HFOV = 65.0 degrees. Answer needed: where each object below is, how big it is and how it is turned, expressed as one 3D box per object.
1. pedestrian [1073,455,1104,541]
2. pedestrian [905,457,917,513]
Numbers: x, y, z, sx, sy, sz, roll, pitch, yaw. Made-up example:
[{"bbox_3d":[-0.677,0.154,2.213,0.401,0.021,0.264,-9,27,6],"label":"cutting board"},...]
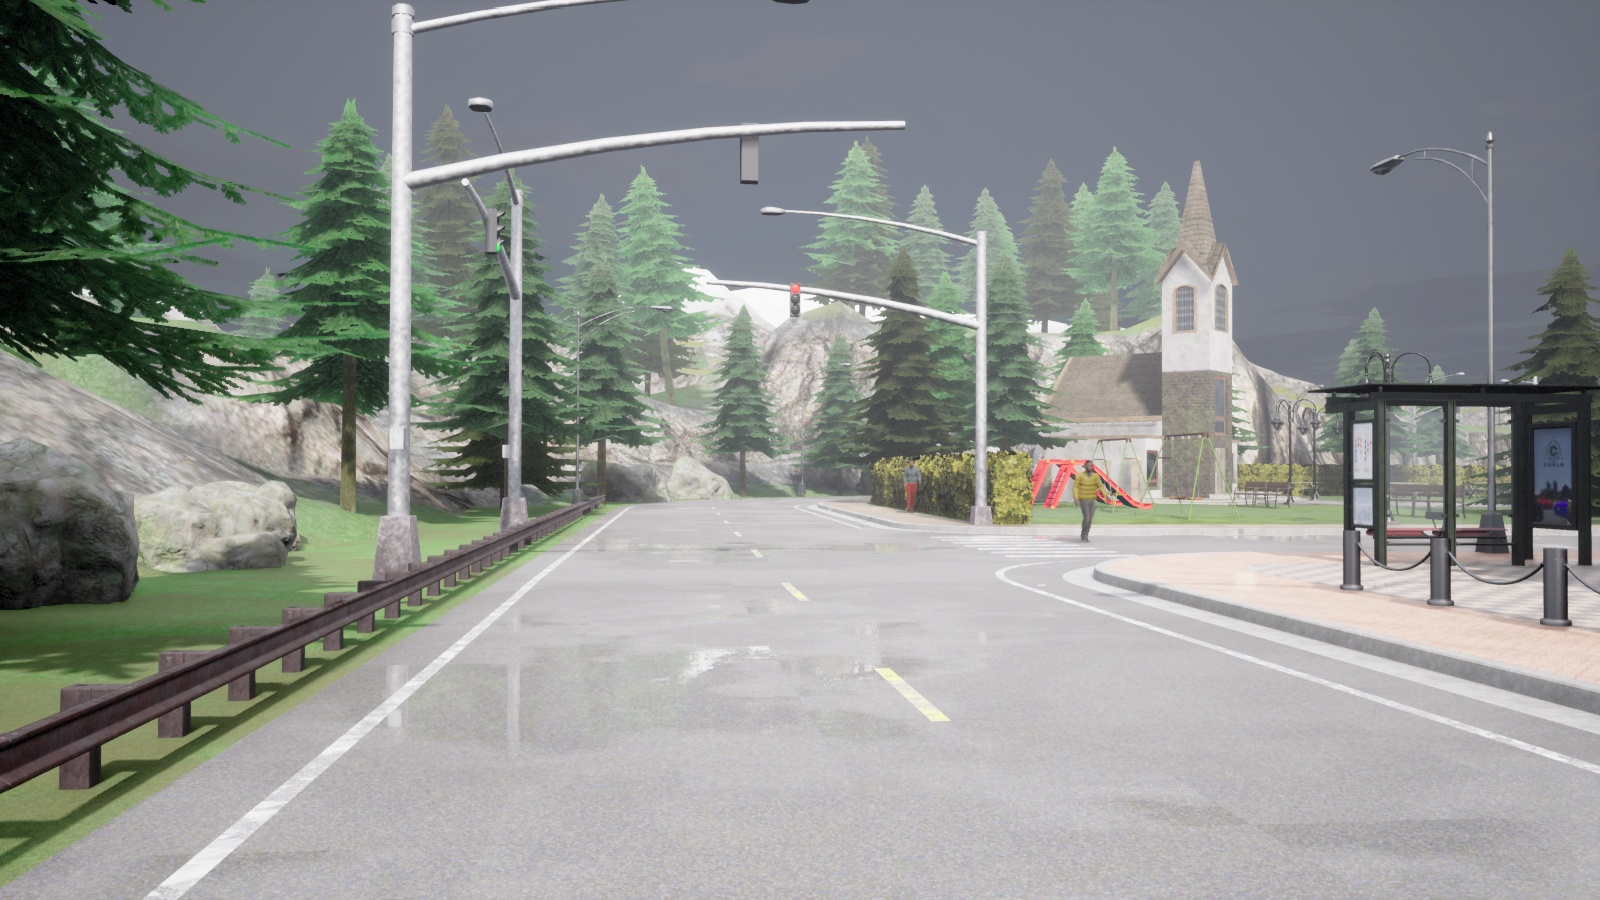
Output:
[{"bbox_3d":[6.230,1.029,27.109,0.431,1.840,0.709,0,-1,-6],"label":"pedestrian"},{"bbox_3d":[3.699,1.147,41.771,0.353,1.847,0.614,0,-1,7],"label":"pedestrian"}]
